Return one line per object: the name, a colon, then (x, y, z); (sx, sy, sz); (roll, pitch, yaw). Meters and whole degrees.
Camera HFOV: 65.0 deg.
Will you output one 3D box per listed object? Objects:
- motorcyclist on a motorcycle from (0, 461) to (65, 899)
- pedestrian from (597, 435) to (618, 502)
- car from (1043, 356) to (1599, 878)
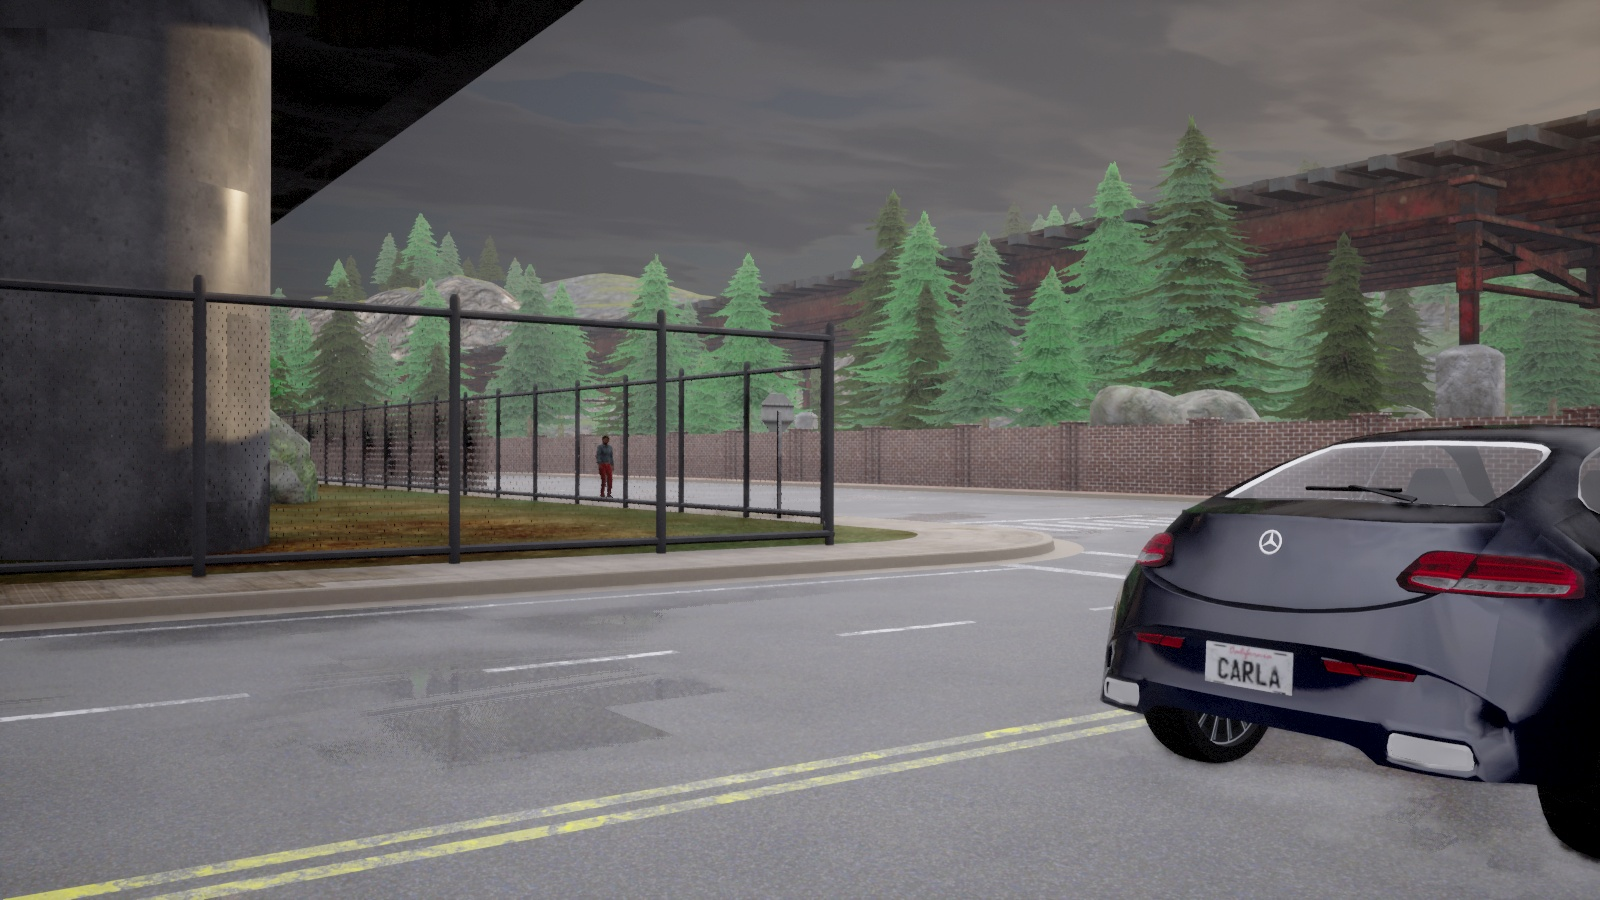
motorcyclist on a motorcycle: (-2.448, 0.790, 1.955); (2.191, 1.530, 0.866); (0, 0, -35)
pedestrian: (-5.341, 0.500, 34.814); (0.353, 1.847, 0.614); (0, 0, -36)
car: (3.789, 0.531, 6.297); (5.027, 1.651, 2.152); (0, 0, -35)
